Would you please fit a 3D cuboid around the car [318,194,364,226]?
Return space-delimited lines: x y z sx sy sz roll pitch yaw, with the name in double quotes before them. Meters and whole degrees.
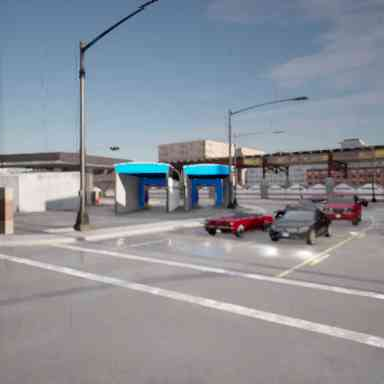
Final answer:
"car" 10.757 1.188 23.788 2.150 2.045 5.566 0 0 30

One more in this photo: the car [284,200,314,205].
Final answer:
"car" 7.776 1.570 25.592 1.895 1.301 4.718 0 0 30

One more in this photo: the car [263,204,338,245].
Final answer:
"car" 5.296 1.516 15.851 1.812 1.442 4.674 0 0 36

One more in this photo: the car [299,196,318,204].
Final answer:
"car" 11.931 1.493 35.400 2.033 1.411 5.357 0 0 15

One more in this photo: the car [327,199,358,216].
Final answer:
"car" 15.007 1.490 33.473 2.033 1.411 5.357 0 0 16

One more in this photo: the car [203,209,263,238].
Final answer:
"car" 2.592 1.592 18.032 1.895 1.301 4.718 0 0 37

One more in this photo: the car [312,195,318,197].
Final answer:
"car" 21.957 1.240 58.654 2.097 1.767 4.553 0 0 -18

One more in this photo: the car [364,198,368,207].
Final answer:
"car" 23.769 1.406 48.660 1.837 1.490 4.892 0 0 -3
